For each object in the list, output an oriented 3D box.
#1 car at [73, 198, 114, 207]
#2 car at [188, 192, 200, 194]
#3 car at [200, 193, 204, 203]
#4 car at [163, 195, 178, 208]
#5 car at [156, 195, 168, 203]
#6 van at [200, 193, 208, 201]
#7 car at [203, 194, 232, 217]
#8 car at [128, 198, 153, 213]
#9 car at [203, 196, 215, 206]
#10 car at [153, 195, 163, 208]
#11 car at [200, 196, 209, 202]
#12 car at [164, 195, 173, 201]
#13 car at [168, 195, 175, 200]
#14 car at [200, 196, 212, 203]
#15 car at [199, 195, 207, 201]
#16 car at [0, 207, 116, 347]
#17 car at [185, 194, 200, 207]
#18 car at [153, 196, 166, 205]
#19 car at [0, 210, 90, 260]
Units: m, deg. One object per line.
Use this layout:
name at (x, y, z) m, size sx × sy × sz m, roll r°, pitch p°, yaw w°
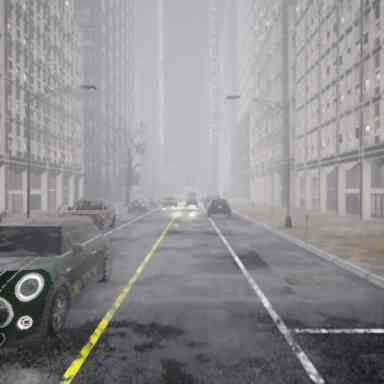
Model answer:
car at (-5.701, 1.298, 18.929) m, size 2.192 × 1.841 × 5.009 m, roll 0°, pitch 0°, yaw 0°
car at (-0.025, 0.973, 70.745) m, size 2.150 × 2.045 × 5.566 m, roll 0°, pitch 0°, yaw 0°
car at (2.671, 1.253, 47.421) m, size 2.192 × 1.841 × 5.009 m, roll 0°, pitch 0°, yaw 0°
car at (-3.100, 1.414, 47.795) m, size 1.882 × 1.535 × 5.008 m, roll 0°, pitch 0°, yaw 0°
car at (-5.716, 1.339, 64.517) m, size 1.967 × 1.590 × 4.097 m, roll 0°, pitch 0°, yaw 0°
van at (2.661, 1.208, 75.914) m, size 1.690 × 1.788 × 3.998 m, roll 0°, pitch 0°, yaw 0°
car at (2.376, 1.322, 30.527) m, size 2.097 × 1.767 × 4.553 m, roll 0°, pitch 0°, yaw 0°
car at (-5.706, 1.398, 36.024) m, size 1.967 × 1.590 × 4.097 m, roll 0°, pitch 0°, yaw 0°
car at (2.669, 1.452, 53.289) m, size 1.752 × 1.417 × 4.829 m, roll 0°, pitch 0°, yaw 0°
car at (-5.710, 1.488, 47.421) m, size 2.008 × 1.369 × 4.403 m, roll 0°, pitch 0°, yaw 0°
car at (2.664, 1.466, 70.217) m, size 1.802 × 1.307 × 4.206 m, roll 0°, pitch 0°, yaw 0°
car at (-5.721, 1.415, 81.611) m, size 1.947 × 1.339 × 4.313 m, roll 0°, pitch 0°, yaw 0°
car at (-5.725, 1.393, 93.008) m, size 1.802 × 1.307 × 4.206 m, roll 0°, pitch 0°, yaw 0°
car at (2.666, 1.450, 64.519) m, size 2.008 × 1.369 × 4.403 m, roll 0°, pitch 0°, yaw 0°
car at (2.660, 1.394, 81.613) m, size 1.887 × 1.381 × 4.507 m, roll 0°, pitch 0°, yaw 0°
car at (-3.102, 1.347, 6.615) m, size 2.097 × 1.767 × 4.553 m, roll 0°, pitch 0°, yaw 0°
car at (-0.012, 1.427, 48.970) m, size 2.128 × 1.511 × 4.902 m, roll 0°, pitch 0°, yaw 0°
car at (-5.713, 1.439, 58.647) m, size 1.752 × 1.417 × 4.829 m, roll 0°, pitch 0°, yaw 0°
car at (-5.698, 1.534, 13.230) m, size 1.887 × 1.381 × 4.507 m, roll 0°, pitch 0°, yaw 0°
